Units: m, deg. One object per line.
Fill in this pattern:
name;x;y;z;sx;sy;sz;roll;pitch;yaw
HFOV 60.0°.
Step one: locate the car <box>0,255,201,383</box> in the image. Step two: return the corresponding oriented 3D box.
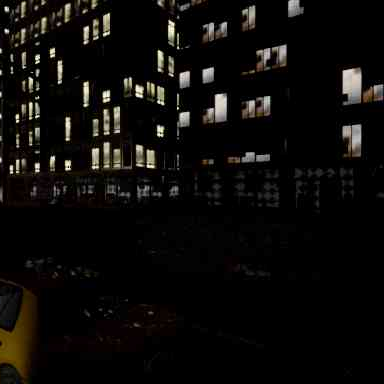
car;-2.189;1.525;4.432;4.829;1.417;1.752;0;0;36
